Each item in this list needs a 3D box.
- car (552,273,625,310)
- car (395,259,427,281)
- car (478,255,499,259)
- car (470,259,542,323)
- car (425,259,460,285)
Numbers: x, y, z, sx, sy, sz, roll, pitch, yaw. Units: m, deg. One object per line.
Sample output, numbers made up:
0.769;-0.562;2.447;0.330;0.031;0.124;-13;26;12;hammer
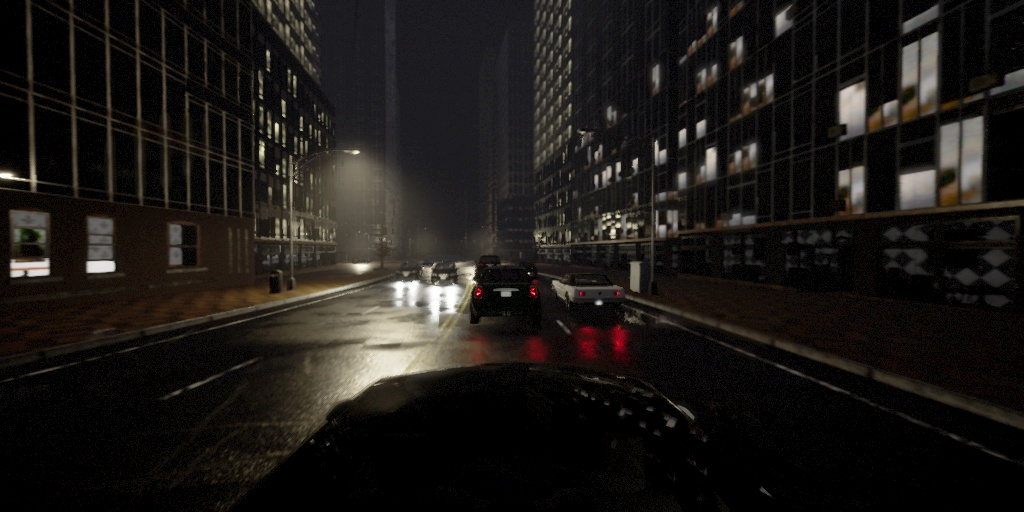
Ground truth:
2.881;1.336;14.643;1.895;1.301;4.718;0;0;-3;car
-8.711;1.247;30.732;2.128;1.511;4.902;0;0;-8;car
-2.177;0.948;32.469;2.150;2.045;5.566;0;0;-8;car
-0.266;1.098;12.309;2.097;1.767;4.553;0;0;-3;car
-4.925;1.237;26.669;2.128;1.511;4.902;0;0;-7;car
